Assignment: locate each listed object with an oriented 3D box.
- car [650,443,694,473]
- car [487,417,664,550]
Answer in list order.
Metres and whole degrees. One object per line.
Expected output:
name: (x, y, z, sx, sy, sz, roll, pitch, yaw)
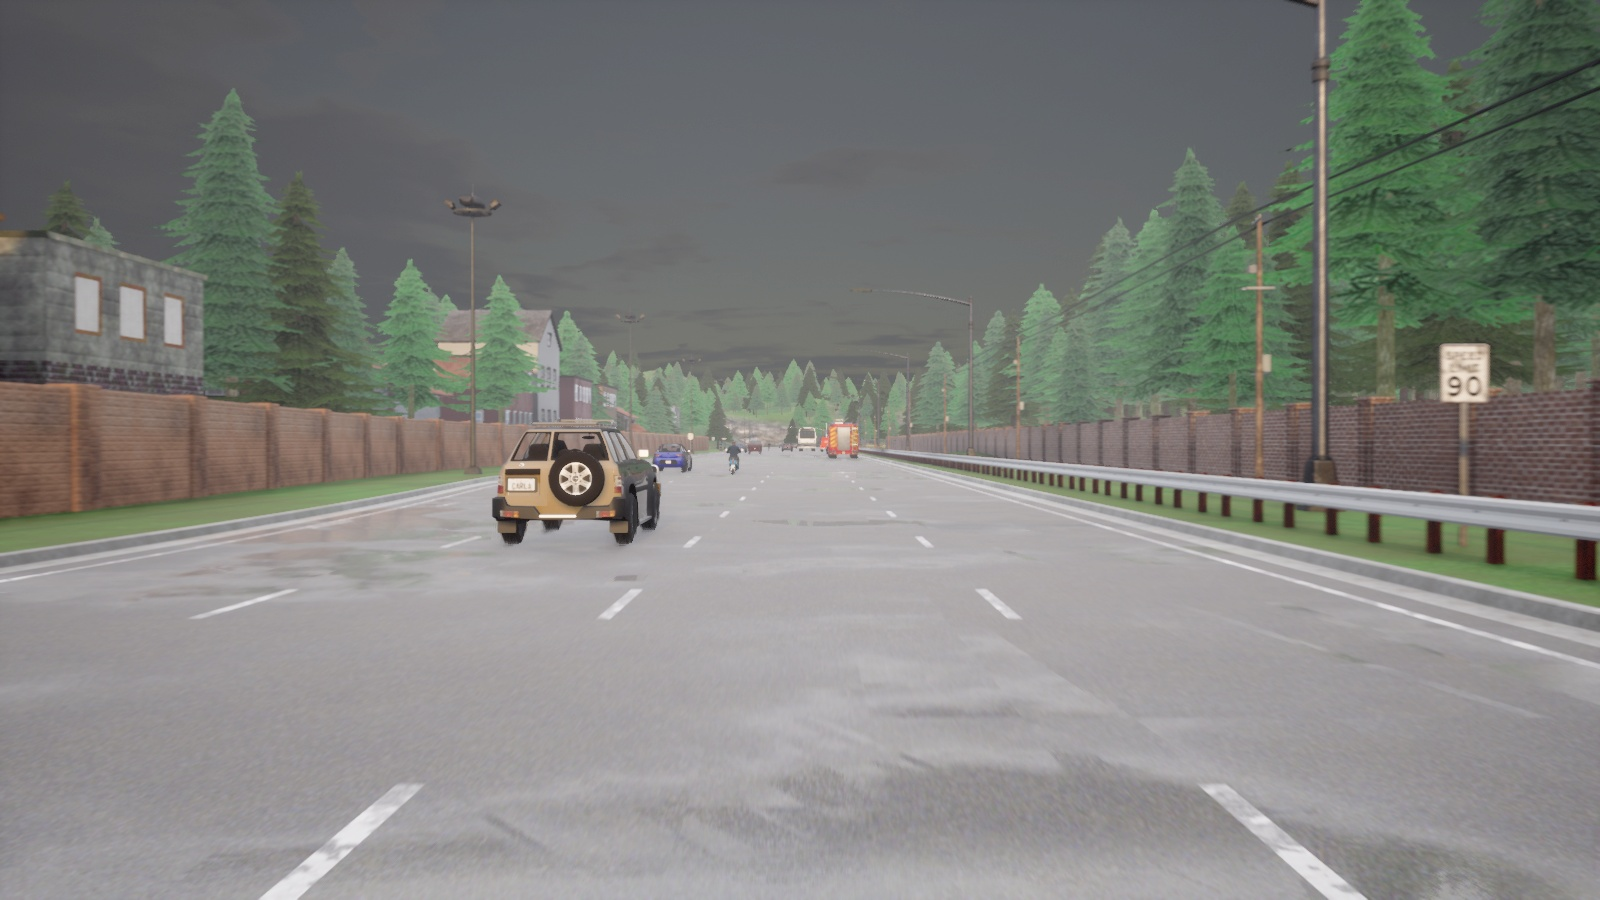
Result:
car: (-6.614, 0.391, 65.279, 1.816, 1.474, 4.193, 0, 0, 0)
car: (-3.373, 0.450, 19.738, 1.932, 1.855, 4.605, 0, 0, 0)
